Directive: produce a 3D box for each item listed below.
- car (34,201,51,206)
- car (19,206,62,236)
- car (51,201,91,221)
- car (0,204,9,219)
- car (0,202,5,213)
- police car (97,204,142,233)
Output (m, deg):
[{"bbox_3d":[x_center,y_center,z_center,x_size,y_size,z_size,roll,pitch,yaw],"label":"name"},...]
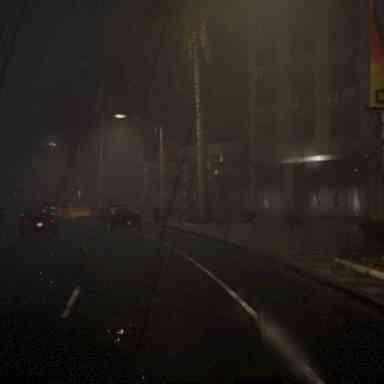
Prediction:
[{"bbox_3d":[-15.827,1.766,35.961,4.553,1.767,2.097,-1,-1,43],"label":"car"},{"bbox_3d":[-9.352,1.801,20.162,1.994,1.385,4.181,0,-1,-28],"label":"car"},{"bbox_3d":[-11.211,1.818,31.168,1.882,1.535,5.008,0,-1,-40],"label":"car"},{"bbox_3d":[-20.129,1.955,33.743,4.674,1.442,1.812,-1,-1,45],"label":"car"},{"bbox_3d":[-27.760,2.153,46.205,4.181,1.385,1.994,-1,-1,43],"label":"car"},{"bbox_3d":[-4.899,1.642,21.870,1.930,1.638,5.238,0,-1,-28],"label":"police car"}]
